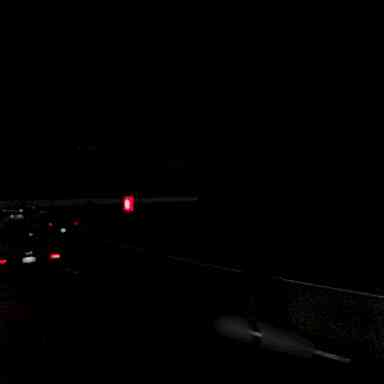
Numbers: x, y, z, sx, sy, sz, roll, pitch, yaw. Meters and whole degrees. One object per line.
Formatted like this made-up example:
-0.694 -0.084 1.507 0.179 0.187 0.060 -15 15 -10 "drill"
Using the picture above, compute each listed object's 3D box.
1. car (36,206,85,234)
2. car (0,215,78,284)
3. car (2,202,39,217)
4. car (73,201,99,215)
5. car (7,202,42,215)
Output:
-7.882 1.748 19.667 1.895 1.301 4.718 0 0 -28 "car"
-5.354 1.620 9.562 2.033 1.411 5.357 0 -1 -40 "car"
-14.672 1.703 28.466 2.128 1.511 4.902 0 0 -14 "car"
-12.313 1.767 38.717 1.882 1.535 5.008 0 -1 -1 "car"
-19.191 1.849 38.409 1.994 1.385 4.181 0 0 -1 "car"
